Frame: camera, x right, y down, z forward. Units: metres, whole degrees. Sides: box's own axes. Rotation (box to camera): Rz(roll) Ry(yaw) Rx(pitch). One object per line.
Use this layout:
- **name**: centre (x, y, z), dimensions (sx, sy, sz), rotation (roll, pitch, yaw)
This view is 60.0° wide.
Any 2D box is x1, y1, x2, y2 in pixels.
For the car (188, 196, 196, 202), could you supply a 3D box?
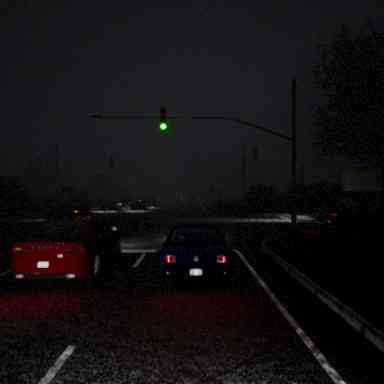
- **car**: centre (0.052, 1.761, 85.673), dimensions (2.128, 1.511, 4.902), rotation (0, 0, 1)

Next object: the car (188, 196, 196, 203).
- **car**: centre (0.009, 1.707, 75.309), dimensions (1.837, 1.490, 4.892), rotation (0, 0, 0)

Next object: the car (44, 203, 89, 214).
- **car**: centre (-9.552, 1.578, 25.506), dimensions (4.892, 1.490, 1.837), rotation (0, -3, 40)

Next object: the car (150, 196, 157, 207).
- **car**: centre (-7.046, 1.503, 54.794), dimensions (2.097, 1.767, 4.553), rotation (0, 0, 0)

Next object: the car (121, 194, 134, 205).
- **car**: centre (-10.543, 1.370, 54.027), dimensions (2.150, 2.045, 5.566), rotation (0, 0, 1)

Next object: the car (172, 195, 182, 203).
- **car**: centre (-3.491, 1.739, 75.295), dimensions (2.033, 1.411, 5.357), rotation (0, 0, 0)

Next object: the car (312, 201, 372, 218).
- **car**: centre (13.583, 1.609, 30.333), dimensions (4.674, 1.442, 1.812), rotation (0, 0, 5)

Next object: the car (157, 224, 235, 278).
- **car**: centre (0.101, 1.629, 10.159), dimensions (1.895, 1.301, 4.718), rotation (0, 0, 0)

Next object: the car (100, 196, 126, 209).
- **car**: centre (-10.588, 1.669, 44.027), dimensions (2.033, 1.411, 5.357), rotation (0, 0, 0)

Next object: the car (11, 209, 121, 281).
- **car**: centre (-3.433, 1.506, 10.012), dimensions (1.882, 1.535, 5.008), rotation (0, 0, -1)

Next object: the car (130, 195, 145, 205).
- **car**: centre (-10.496, 1.528, 64.063), dimensions (2.097, 1.767, 4.553), rotation (0, 0, 0)

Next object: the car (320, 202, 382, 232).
- **car**: centre (10.612, 1.547, 19.799), dimensions (4.902, 1.511, 2.128), rotation (0, -1, 2)

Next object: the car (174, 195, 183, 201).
- **car**: centre (-3.449, 1.564, 85.704), dimensions (1.882, 1.535, 5.008), rotation (0, 0, 1)

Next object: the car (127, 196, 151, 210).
- **car**: centre (-7.124, 1.672, 45.269), dimensions (2.033, 1.411, 5.357), rotation (0, 0, -3)

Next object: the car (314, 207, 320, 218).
- **car**: centre (12.722, 1.565, 26.877), dimensions (4.902, 1.511, 2.128), rotation (0, 0, 3)
